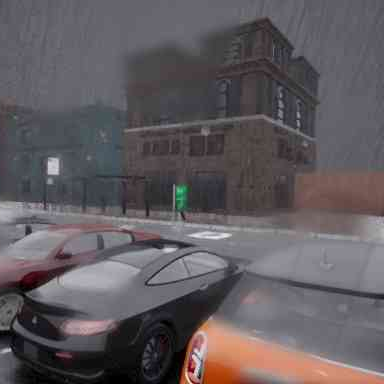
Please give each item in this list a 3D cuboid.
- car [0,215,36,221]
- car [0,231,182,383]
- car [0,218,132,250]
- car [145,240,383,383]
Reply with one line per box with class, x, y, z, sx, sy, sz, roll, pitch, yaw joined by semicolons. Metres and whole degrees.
car;-4.919;1.425;8.662;2.097;1.535;5.008;1;0;36
car;-0.382;1.507;5.416;2.002;1.452;4.674;1;0;35
car;-2.648;1.450;7.043;2.097;1.535;5.008;1;0;35
car;1.871;1.350;3.774;2.185;1.767;4.553;0;0;36
